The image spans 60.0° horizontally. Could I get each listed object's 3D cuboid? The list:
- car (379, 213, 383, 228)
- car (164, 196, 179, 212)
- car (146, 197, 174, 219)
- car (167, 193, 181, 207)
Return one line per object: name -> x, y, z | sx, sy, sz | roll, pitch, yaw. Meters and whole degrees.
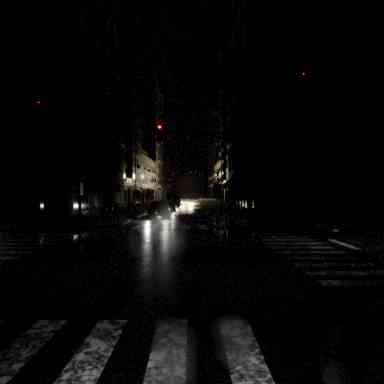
car -> 12.338, 1.282, 16.892 | 5.009, 1.841, 2.192 | 0, 0, 0
car -> -2.864, 1.511, 39.152 | 1.812, 1.442, 4.674 | 0, 0, 0
car -> -2.865, 1.496, 29.285 | 1.837, 1.490, 4.892 | 0, 0, 0
car -> -2.874, 1.197, 49.552 | 2.150, 2.045, 5.566 | 0, 0, 0
